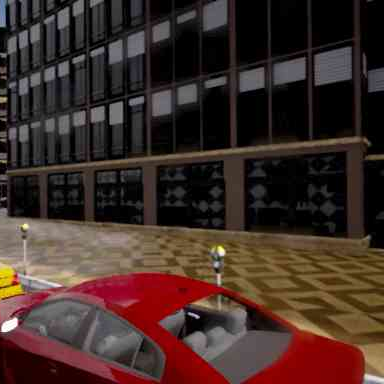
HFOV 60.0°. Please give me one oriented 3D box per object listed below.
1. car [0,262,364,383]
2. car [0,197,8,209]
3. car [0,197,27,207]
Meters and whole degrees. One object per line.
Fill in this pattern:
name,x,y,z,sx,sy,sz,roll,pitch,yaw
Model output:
car,-0.701,1.527,3.389,4.507,1.381,1.887,1,-1,35
car,-21.659,1.289,36.216,1.802,1.307,4.206,-1,-1,35
car,-25.295,1.387,45.576,1.947,1.339,4.313,-1,-1,35
